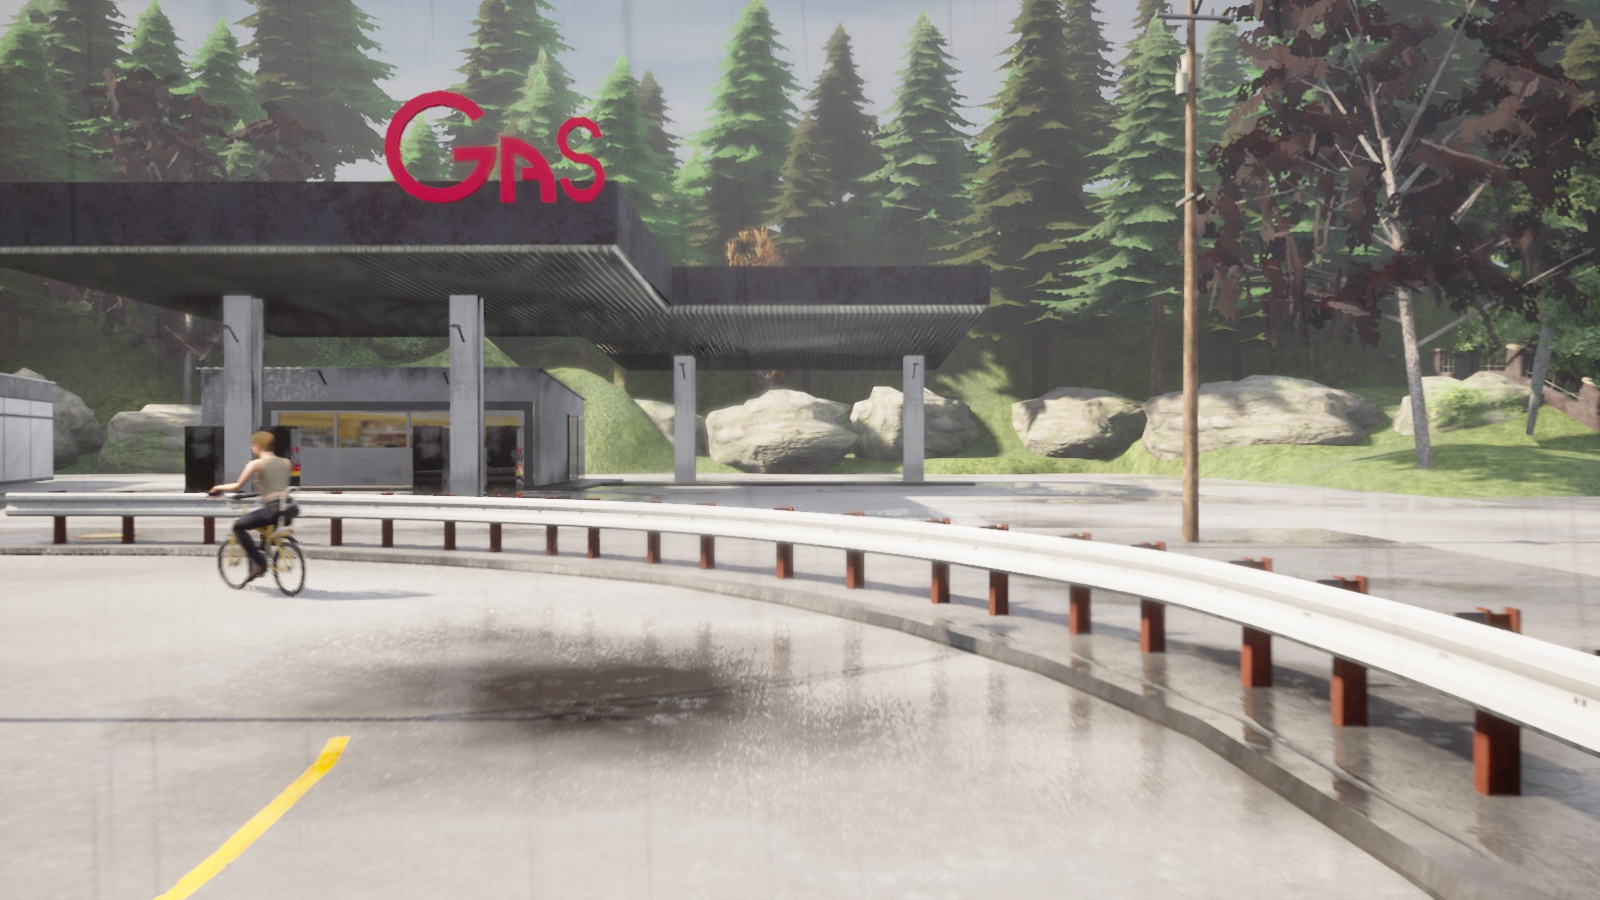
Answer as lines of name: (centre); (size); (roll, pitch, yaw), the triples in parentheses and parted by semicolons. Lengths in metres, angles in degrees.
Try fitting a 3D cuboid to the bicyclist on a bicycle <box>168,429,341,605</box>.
bicyclist on a bicycle: (-5.391, 0.612, 12.398); (1.509, 1.612, 0.866); (0, 2, 35)
